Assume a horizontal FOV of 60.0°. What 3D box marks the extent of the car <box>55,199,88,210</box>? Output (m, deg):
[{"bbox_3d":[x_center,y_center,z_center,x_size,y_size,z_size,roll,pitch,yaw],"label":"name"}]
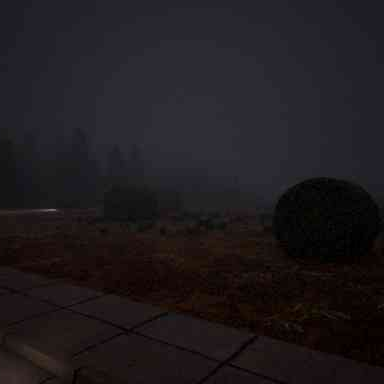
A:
[{"bbox_3d":[-15.783,1.554,43.654,1.994,1.385,4.181,0,0,37],"label":"car"}]
